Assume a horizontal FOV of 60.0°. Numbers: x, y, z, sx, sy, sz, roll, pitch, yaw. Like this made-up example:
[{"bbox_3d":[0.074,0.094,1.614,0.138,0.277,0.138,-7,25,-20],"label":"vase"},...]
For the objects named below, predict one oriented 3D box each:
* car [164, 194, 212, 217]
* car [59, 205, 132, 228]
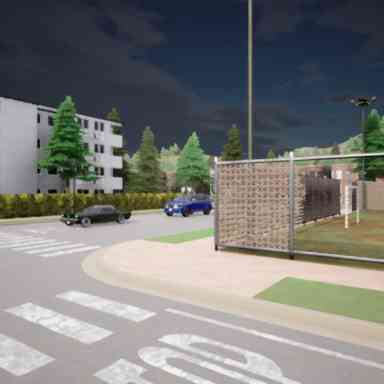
[{"bbox_3d":[-0.245,1.196,31.108,2.150,2.045,5.566,0,0,36],"label":"car"},{"bbox_3d":[-6.387,1.575,22.398,1.895,1.301,4.718,0,0,35],"label":"car"}]
